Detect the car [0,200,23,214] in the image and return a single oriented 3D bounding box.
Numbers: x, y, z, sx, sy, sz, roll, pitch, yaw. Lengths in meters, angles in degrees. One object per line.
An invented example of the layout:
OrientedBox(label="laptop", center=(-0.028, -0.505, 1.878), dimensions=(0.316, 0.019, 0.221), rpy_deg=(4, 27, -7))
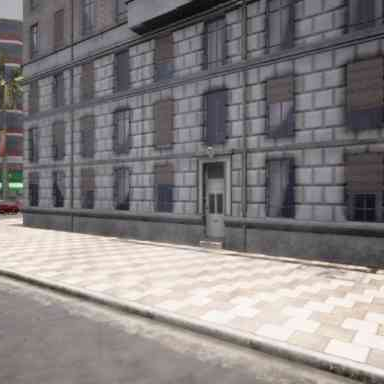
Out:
OrientedBox(label="car", center=(-18.532, 1.477, 32.779), dimensions=(1.882, 1.535, 5.008), rpy_deg=(0, 0, 36))

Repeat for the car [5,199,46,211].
OrientedBox(label="car", center=(-20.842, 1.564, 41.796), dimensions=(1.994, 1.385, 4.181), rpy_deg=(0, 0, 36))

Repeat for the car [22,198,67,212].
OrientedBox(label="car", center=(-17.746, 1.526, 40.112), dimensions=(1.812, 1.442, 4.674), rpy_deg=(0, 0, 36))
